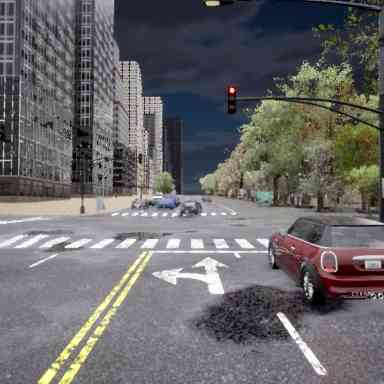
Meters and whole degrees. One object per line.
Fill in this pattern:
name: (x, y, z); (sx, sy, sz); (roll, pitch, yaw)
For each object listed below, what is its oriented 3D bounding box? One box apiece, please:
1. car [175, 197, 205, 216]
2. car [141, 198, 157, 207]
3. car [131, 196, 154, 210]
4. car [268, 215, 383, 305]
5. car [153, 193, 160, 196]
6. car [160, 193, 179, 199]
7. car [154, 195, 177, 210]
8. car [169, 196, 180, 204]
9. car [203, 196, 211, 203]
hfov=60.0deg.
car: (-0.113, 1.637, 35.071); (1.812, 1.442, 4.674); (0, 3, 9)
car: (-6.625, 1.635, 51.969); (1.895, 1.301, 4.718); (0, 0, 0)
car: (-6.623, 1.520, 42.700); (2.128, 1.511, 4.902); (0, 0, 0)
car: (3.341, 1.350, 8.265); (2.097, 1.767, 4.553); (-1, 0, 0)
car: (-6.573, 1.263, 64.701); (2.150, 2.045, 5.566); (0, 0, 1)
car: (-3.373, 1.256, 52.481); (2.150, 2.045, 5.566); (0, 0, 0)
car: (-3.375, 1.506, 42.543); (1.882, 1.535, 5.008); (0, 0, 0)
car: (-3.334, 1.568, 64.431); (1.812, 1.442, 4.674); (0, 0, 0)
car: (3.215, 1.569, 73.889); (2.128, 1.511, 4.902); (0, 0, 0)
